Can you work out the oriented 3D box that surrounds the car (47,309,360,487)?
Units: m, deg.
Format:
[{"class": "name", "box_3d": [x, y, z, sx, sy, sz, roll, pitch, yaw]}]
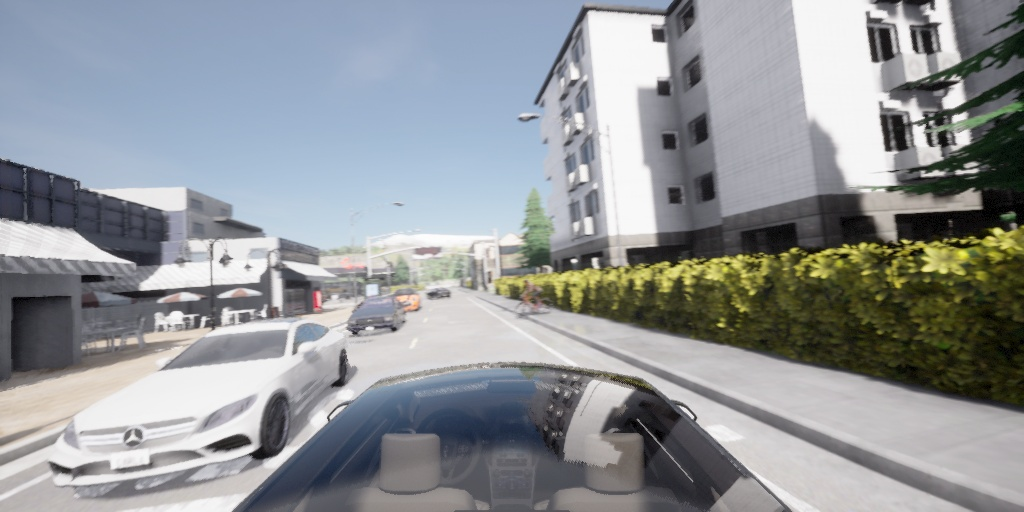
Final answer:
[{"class": "car", "box_3d": [-3.921, 1.756, 5.553, 1.812, 1.442, 4.674, -4, -4, -11]}]

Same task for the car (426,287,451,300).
[{"class": "car", "box_3d": [-9.222, 4.658, 44.579, 2.128, 1.511, 4.902, -2, -4, -33]}]

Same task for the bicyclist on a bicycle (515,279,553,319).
[{"class": "bicyclist on a bicycle", "box_3d": [0.864, 1.779, 15.257, 1.656, 1.620, 0.582, -9, -3, -11]}]

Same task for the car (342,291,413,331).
[{"class": "car", "box_3d": [-5.972, 2.604, 16.415, 2.033, 1.411, 5.357, -4, -4, -11]}]

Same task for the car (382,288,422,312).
[{"class": "car", "box_3d": [-7.837, 3.161, 26.335, 2.097, 1.767, 4.553, -4, -4, -11]}]
